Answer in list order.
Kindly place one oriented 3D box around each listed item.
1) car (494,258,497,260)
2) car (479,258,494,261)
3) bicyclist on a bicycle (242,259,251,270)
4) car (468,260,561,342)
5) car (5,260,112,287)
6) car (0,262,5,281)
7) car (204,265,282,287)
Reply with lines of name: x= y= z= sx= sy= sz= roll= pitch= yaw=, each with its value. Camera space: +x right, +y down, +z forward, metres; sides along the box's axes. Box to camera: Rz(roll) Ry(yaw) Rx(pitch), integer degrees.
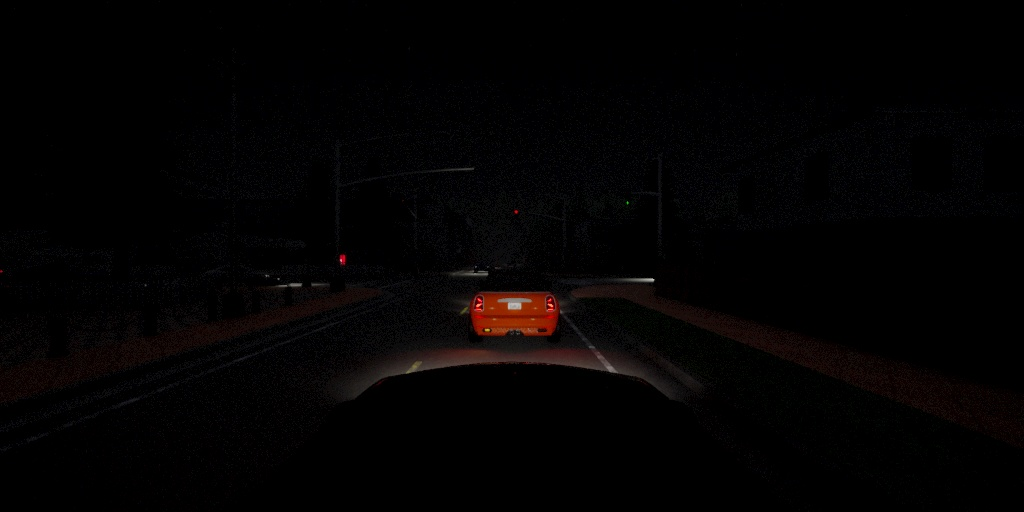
car: x=-3.600 y=1.284 z=55.072 sx=2.128 sy=1.511 sz=4.902 roll=0 pitch=0 yaw=0
car: x=-3.606 y=1.262 z=44.768 sx=1.882 sy=1.535 sz=5.008 roll=0 pitch=0 yaw=0
bicyclist on a bicycle: x=-23.563 y=1.089 z=31.782 sx=0.582 sy=1.620 sz=1.656 roll=0 pitch=0 yaw=-2
car: x=0.070 y=1.109 z=9.927 sx=2.097 sy=1.767 sz=4.553 roll=0 pitch=0 yaw=0
car: x=-30.062 y=1.260 z=24.113 sx=5.008 sy=1.535 sz=1.882 roll=0 pitch=0 yaw=-1
car: x=-41.936 y=1.349 z=27.443 sx=4.181 sy=1.385 sz=1.994 roll=0 pitch=0 yaw=-2
car: x=-18.325 y=1.308 z=24.473 sx=4.674 sy=1.442 sz=1.812 roll=0 pitch=0 yaw=-2
